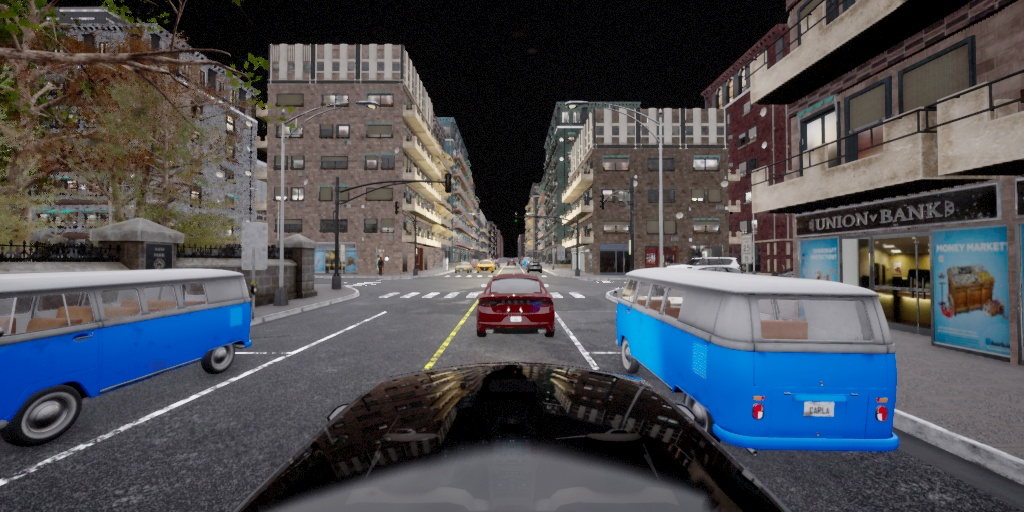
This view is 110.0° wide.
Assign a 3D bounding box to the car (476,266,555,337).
[{"bbox_3d":[0.087,1.231,10.320,1.882,1.535,5.008,0,0,0],"label":"car"}]

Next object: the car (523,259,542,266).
[{"bbox_3d":[2.640,1.331,42.908,1.948,1.339,4.313,0,0,0],"label":"car"}]

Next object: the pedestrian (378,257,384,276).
[{"bbox_3d":[-12.579,0.969,34.331,0.375,1.860,0.375,0,-1,1],"label":"pedestrian"}]

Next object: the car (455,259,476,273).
[{"bbox_3d":[-5.740,1.291,42.728,1.751,1.417,4.829,0,0,0],"label":"car"}]

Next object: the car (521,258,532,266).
[{"bbox_3d":[2.633,1.319,48.551,2.007,1.370,4.403,0,0,0],"label":"car"}]

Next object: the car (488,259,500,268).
[{"bbox_3d":[-3.138,1.301,63.693,1.812,1.442,4.674,0,0,0],"label":"car"}]

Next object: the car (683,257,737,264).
[{"bbox_3d":[15.068,1.102,28.482,5.566,2.045,2.150,0,-1,2],"label":"car"}]

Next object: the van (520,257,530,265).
[{"bbox_3d":[2.619,1.114,59.835,1.690,1.789,3.998,0,0,0],"label":"van"}]

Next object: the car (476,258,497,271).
[{"bbox_3d":[-3.154,1.244,43.593,1.882,1.535,5.008,0,0,0],"label":"car"}]

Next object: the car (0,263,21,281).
[{"bbox_3d":[-39.053,1.128,25.880,4.718,1.301,1.895,0,-1,1],"label":"car"}]

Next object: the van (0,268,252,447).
[{"bbox_3d":[-5.660,1.092,4.953,1.690,1.789,3.998,0,0,0],"label":"van"}]

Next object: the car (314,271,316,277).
[{"bbox_3d":[-16.700,1.248,25.602,4.718,1.301,1.895,0,-1,1],"label":"car"}]

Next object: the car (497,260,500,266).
[{"bbox_3d":[-3.161,1.318,53.554,2.033,1.411,5.357,0,0,0],"label":"car"}]

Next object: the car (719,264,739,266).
[{"bbox_3d":[13.508,1.334,22.710,4.313,1.339,1.948,0,0,1],"label":"car"}]

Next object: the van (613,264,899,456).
[{"bbox_3d":[2.654,1.092,4.962,1.690,1.789,3.998,0,0,0],"label":"van"}]

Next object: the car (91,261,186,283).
[{"bbox_3d":[-26.697,1.098,25.742,4.892,1.490,1.837,0,-1,1],"label":"car"}]
